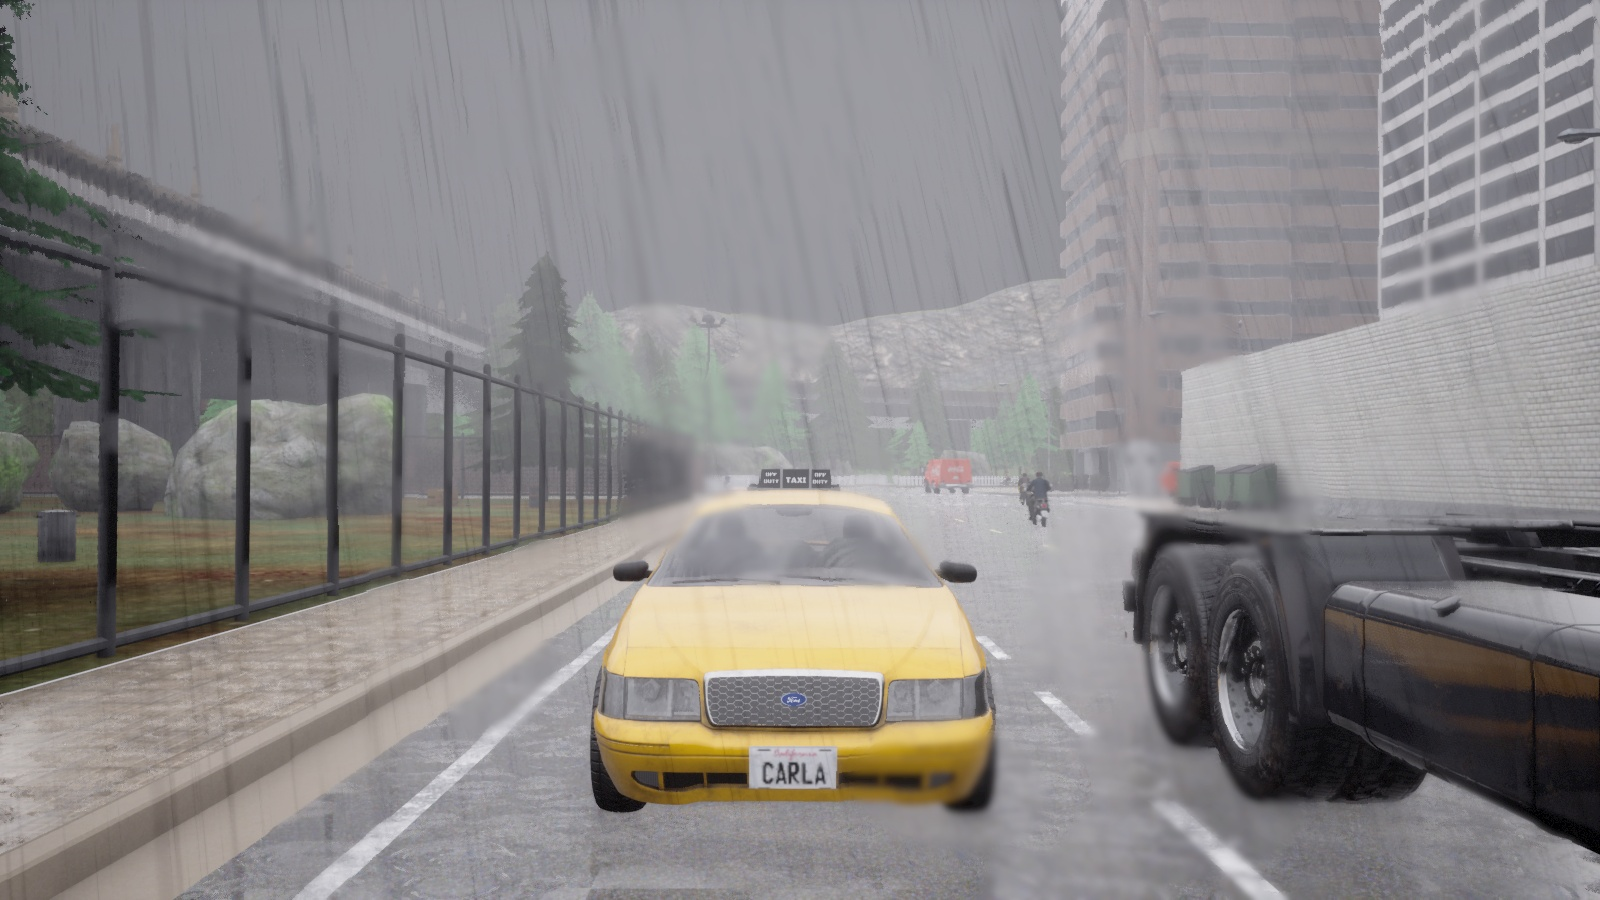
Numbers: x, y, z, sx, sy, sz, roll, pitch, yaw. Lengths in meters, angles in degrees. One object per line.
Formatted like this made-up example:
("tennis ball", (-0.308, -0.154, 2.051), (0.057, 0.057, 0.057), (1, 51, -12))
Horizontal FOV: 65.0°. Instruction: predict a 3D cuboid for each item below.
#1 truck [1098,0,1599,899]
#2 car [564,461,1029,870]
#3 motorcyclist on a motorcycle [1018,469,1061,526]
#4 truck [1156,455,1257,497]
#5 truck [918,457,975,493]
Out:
("truck", (3.483, -0.105, 4.529), (2.891, 3.462, 7.936), (0, -1, 0))
("car", (-0.022, 0.880, 7.560), (1.801, 1.575, 5.366), (0, -1, 0))
("motorcyclist on a motorcycle", (6.895, 1.348, 36.263), (0.866, 1.590, 1.817), (0, -1, 0))
("truck", (24.400, 1.551, 75.578), (5.204, 2.467, 2.627), (0, -1, 0))
("truck", (10.508, 1.800, 90.538), (2.627, 2.467, 5.204), (-1, -1, -10))
